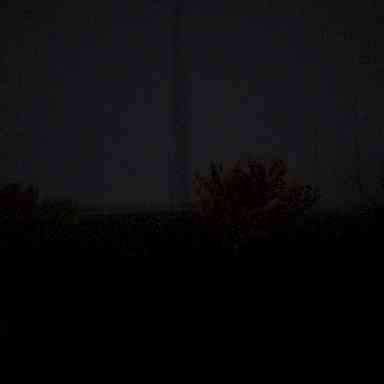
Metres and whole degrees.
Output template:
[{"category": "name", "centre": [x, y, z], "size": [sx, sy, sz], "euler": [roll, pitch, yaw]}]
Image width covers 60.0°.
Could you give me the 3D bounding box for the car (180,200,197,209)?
[{"category": "car", "centre": [-0.191, 2.251, 60.370], "size": [2.128, 1.511, 4.902], "euler": [-2, -2, 36]}]
